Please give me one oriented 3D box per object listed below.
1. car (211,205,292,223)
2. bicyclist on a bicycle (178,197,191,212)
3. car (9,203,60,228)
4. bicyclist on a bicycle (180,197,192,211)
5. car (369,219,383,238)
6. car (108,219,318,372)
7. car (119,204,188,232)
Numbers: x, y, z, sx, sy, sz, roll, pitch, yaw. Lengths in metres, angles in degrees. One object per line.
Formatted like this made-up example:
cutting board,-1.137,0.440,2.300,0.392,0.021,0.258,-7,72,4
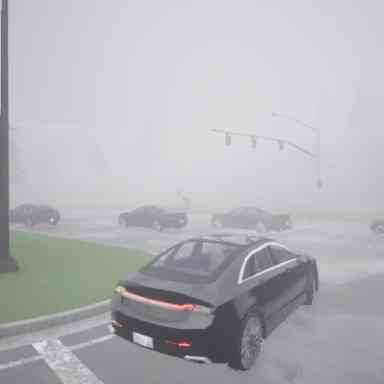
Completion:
car,3.358,1.517,19.510,5.008,1.535,1.882,0,-1,45
bicyclist on a bicycle,-0.858,1.362,37.585,0.582,1.620,1.656,0,0,34
car,-10.924,1.518,22.499,4.892,1.490,1.837,0,-1,34
bicyclist on a bicycle,-0.491,1.362,37.334,0.582,1.620,1.656,0,0,34
car,10.904,1.649,15.653,1.895,1.301,4.718,0,0,-21
car,0.801,1.503,5.852,2.128,1.511,4.902,0,0,34
car,-2.469,1.506,20.469,5.008,1.535,1.882,0,0,41
